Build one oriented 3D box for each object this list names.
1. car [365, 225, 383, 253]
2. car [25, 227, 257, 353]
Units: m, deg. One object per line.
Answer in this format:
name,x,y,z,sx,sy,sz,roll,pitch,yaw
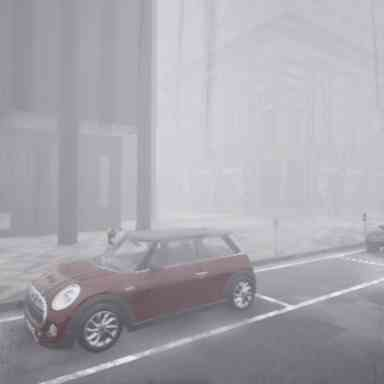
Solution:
car,8.343,1.598,12.596,4.313,1.339,1.947,0,0,-35
car,-0.777,1.447,6.090,4.097,1.590,1.967,0,0,-35
